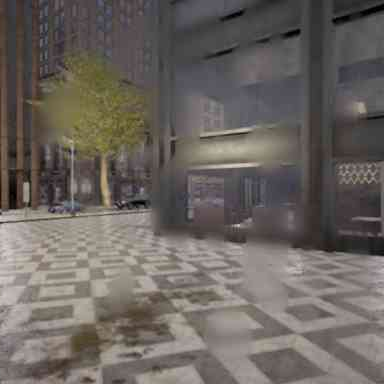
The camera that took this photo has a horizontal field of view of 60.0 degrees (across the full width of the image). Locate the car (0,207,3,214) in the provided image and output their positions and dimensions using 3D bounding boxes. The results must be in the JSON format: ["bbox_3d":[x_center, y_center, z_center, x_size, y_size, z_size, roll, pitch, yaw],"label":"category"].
[{"bbox_3d":[-19.805,1.690,29.404,2.033,1.411,5.357,0,0,36],"label":"car"}]

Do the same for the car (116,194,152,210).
[{"bbox_3d":[-7.920,1.307,45.987,2.150,2.045,5.566,0,0,35],"label":"car"}]

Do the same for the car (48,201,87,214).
[{"bbox_3d":[-14.012,1.674,37.501,1.994,1.385,4.181,0,0,35],"label":"car"}]
